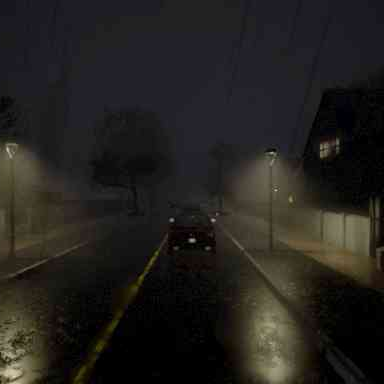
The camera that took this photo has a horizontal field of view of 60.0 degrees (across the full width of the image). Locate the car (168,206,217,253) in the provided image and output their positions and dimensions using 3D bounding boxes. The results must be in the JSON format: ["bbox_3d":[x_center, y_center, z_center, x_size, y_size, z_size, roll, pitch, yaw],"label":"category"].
[{"bbox_3d":[0.024,1.610,14.477,1.882,1.535,5.008,0,0,0],"label":"car"}]

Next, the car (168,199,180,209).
[{"bbox_3d":[-2.696,1.946,53.265,1.882,1.535,5.008,0,-1,0],"label":"car"}]

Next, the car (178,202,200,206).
[{"bbox_3d":[0.038,1.771,29.284,1.837,1.490,4.892,0,0,0],"label":"car"}]
